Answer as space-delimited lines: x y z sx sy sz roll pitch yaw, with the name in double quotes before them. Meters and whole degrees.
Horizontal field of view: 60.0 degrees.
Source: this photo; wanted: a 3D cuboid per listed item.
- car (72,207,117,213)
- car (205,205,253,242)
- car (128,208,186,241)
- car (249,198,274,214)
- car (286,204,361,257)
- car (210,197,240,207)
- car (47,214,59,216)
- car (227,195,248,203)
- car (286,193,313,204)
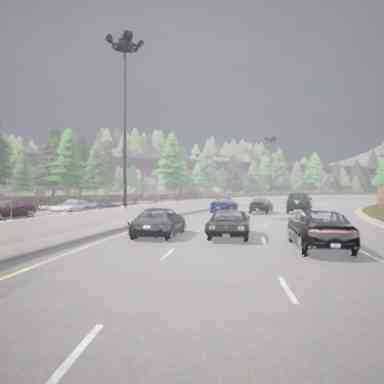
"car" -6.982 1.414 25.044 1.994 1.385 4.181 0 0 15
"car" 1.861 1.524 16.097 1.895 1.301 4.718 0 0 11
"car" -1.590 1.475 16.403 1.994 1.385 4.181 0 0 10
"car" 6.952 1.358 33.139 1.837 1.490 4.892 0 0 22
"car" 4.827 1.441 12.726 2.128 1.511 4.902 0 0 9
"car" 3.321 1.317 33.495 1.882 1.535 5.008 0 0 21
"car" -9.907 1.353 27.586 1.812 1.442 4.674 0 0 16
"car" 8.755 1.301 64.357 1.895 1.301 4.718 0 0 38
"car" 10.865 1.085 33.569 2.150 2.045 5.566 0 0 23
